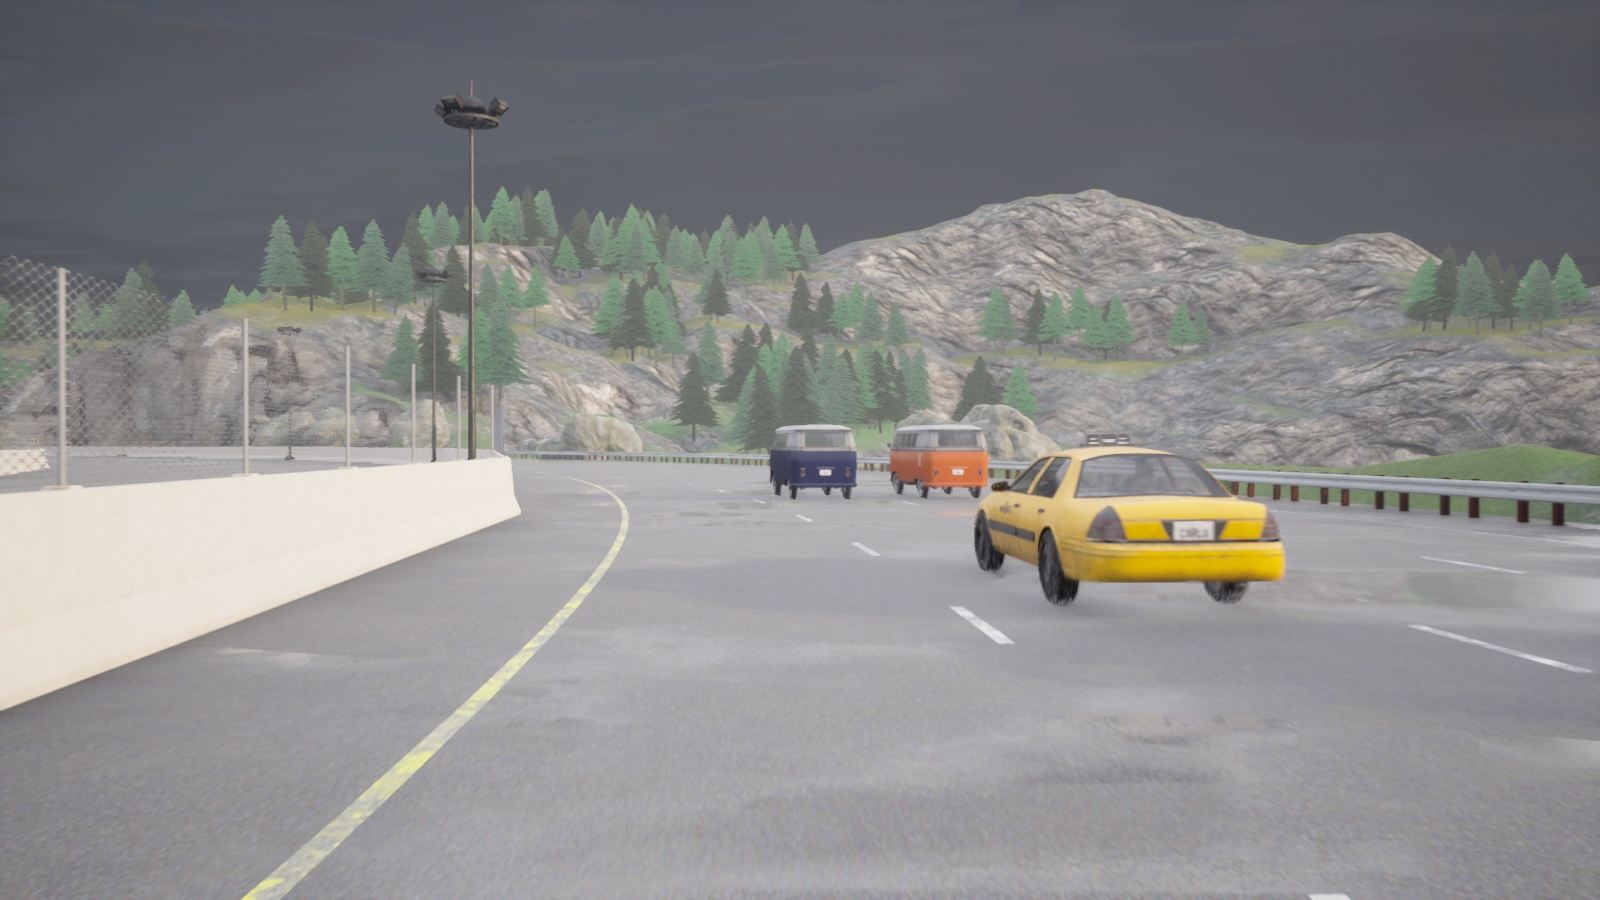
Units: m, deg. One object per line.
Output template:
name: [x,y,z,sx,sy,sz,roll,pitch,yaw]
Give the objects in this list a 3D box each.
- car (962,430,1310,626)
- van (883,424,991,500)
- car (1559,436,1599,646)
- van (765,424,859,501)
car: [3.072,0.615,12.849,1.801,1.575,5.366,0,0,-4]
van: [3.738,0.304,35.018,1.775,1.987,4.442,0,0,-10]
car: [6.853,0.685,7.915,1.789,1.549,3.705,0,0,-2]
van: [0.254,0.304,34.605,1.775,1.987,4.442,0,0,-11]
